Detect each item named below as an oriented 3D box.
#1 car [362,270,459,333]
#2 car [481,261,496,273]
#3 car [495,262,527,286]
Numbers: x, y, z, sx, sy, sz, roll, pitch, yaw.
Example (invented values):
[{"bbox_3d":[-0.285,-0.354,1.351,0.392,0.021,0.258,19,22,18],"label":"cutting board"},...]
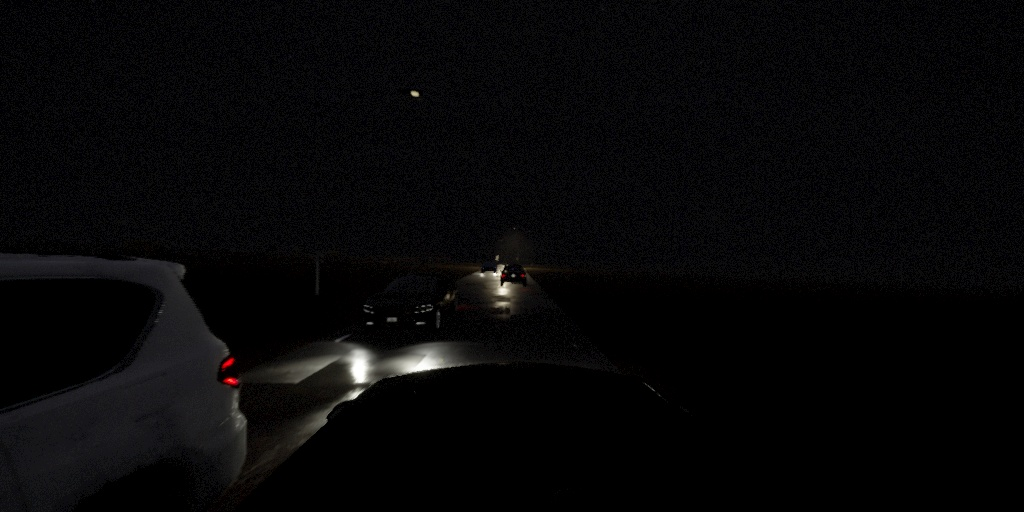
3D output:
[{"bbox_3d":[-2.840,1.232,10.981,1.882,1.535,5.008,0,0,0],"label":"car"},{"bbox_3d":[-2.851,1.353,45.324,1.882,1.535,5.008,0,0,0],"label":"car"},{"bbox_3d":[0.091,1.333,25.536,2.033,1.411,5.357,0,0,0],"label":"car"}]
